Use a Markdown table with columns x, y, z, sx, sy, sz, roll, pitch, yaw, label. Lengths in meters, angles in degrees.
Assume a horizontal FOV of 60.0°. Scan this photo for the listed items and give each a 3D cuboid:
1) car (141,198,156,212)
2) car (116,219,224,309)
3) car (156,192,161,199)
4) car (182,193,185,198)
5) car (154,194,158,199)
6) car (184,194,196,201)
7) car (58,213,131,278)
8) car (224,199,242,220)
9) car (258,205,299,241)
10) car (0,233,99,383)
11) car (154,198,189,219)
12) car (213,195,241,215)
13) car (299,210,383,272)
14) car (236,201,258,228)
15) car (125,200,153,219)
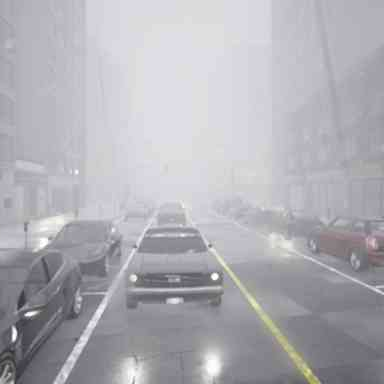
| x | y | z | sx | sy | sz | roll | pitch | yaw | label |
| --- | --- | --- | --- | --- | --- | --- | --- | --- | --- |
| -4.764 | 1.519 | 32.144 | 1.947 | 1.339 | 4.313 | 0 | 0 | -4 | car |
| -0.462 | 1.589 | 8.013 | 1.895 | 1.301 | 4.718 | 0 | 0 | -4 | car |
| -9.639 | 1.342 | 92.498 | 1.967 | 1.590 | 4.097 | 0 | 0 | -5 | car |
| -1.150 | 1.479 | 93.288 | 1.802 | 1.307 | 4.206 | 0 | 0 | -5 | car |
| -5.161 | 1.385 | 37.654 | 1.967 | 1.590 | 4.097 | 0 | 0 | -4 | car |
| -0.091 | 1.342 | 82.028 | 1.967 | 1.590 | 4.097 | 0 | 0 | -5 | car |
| -3.178 | 1.552 | 10.100 | 1.947 | 1.339 | 4.313 | 0 | 0 | -4 | car |
| 4.136 | 1.522 | 27.252 | 1.947 | 1.339 | 4.313 | 0 | 0 | -4 | car |
| 4.929 | 1.524 | 16.234 | 2.008 | 1.369 | 4.403 | 0 | 0 | -4 | car |
| -2.782 | 1.560 | 4.589 | 1.947 | 1.339 | 4.313 | 0 | 0 | -4 | car |
| -1.439 | 1.443 | 23.097 | 1.882 | 1.535 | 5.008 | 0 | 0 | -4 | car |
| 3.740 | 1.263 | 32.762 | 2.192 | 1.841 | 5.009 | 0 | 0 | -4 | car |
| 5.325 | 1.421 | 10.724 | 1.967 | 1.590 | 4.097 | 0 | 0 | -4 | car |
| 4.532 | 1.515 | 21.743 | 2.008 | 1.369 | 4.403 | 0 | 0 | -4 | car |
| -4.368 | 1.543 | 26.633 | 1.802 | 1.307 | 4.206 | 0 | 0 | -4 | car |
